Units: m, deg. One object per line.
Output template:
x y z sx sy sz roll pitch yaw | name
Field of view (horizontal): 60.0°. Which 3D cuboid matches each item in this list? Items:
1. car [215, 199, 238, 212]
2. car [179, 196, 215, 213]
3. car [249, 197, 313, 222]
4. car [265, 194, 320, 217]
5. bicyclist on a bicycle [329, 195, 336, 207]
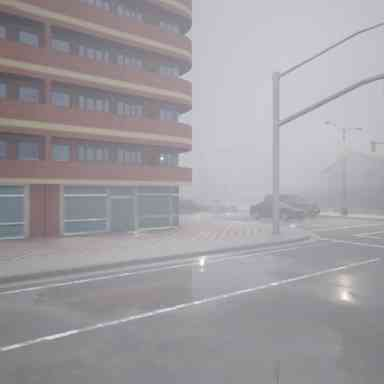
3.315 1.526 38.389 1.812 1.442 4.674 0 0 -35 | car
0.080 1.524 36.912 1.812 1.442 4.674 0 0 -35 | car
6.867 1.478 27.014 1.882 1.535 5.008 0 0 -34 | car
8.854 1.221 30.344 2.150 2.045 5.566 0 0 -34 | car
19.354 1.301 45.898 1.656 1.620 0.582 0 0 -35 | bicyclist on a bicycle
